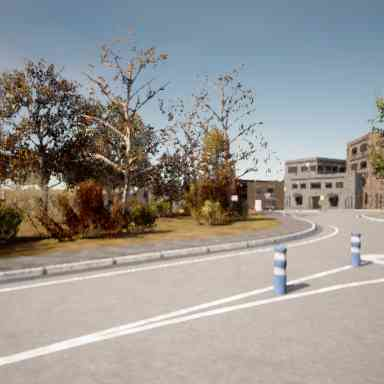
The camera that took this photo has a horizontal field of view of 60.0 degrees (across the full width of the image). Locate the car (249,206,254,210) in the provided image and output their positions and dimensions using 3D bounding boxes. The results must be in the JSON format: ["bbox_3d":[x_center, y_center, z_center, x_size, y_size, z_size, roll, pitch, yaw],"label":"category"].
[{"bbox_3d":[15.415,4.276,82.641,2.163,1.488,4.792,1,-4,-29],"label":"car"}]

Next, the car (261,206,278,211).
[{"bbox_3d":[18.073,3.941,77.842,2.002,1.452,4.674,3,-5,-29],"label":"car"}]
